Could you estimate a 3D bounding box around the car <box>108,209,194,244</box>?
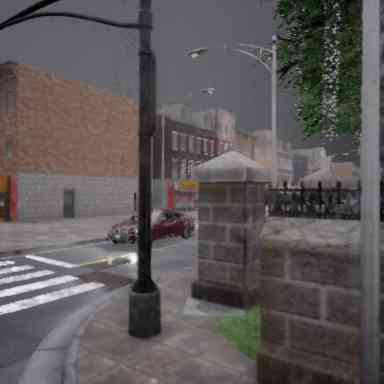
[{"bbox_3d":[-1.666,1.509,15.185,1.812,1.442,4.674,0,0,34],"label":"car"}]
